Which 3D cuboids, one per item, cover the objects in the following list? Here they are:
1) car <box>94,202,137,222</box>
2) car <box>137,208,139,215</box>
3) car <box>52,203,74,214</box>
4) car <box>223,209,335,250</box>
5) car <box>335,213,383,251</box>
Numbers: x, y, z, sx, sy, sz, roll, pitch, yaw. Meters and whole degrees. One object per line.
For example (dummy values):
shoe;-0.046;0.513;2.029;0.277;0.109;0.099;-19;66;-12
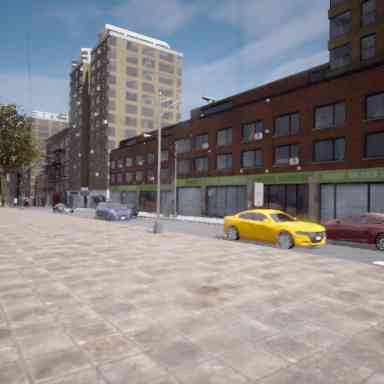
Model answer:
car;-7.133;1.679;29.986;2.097;1.767;4.553;1;-2;-35
car;-7.423;1.951;35.483;2.128;1.511;4.902;1;-2;-35
car;-17.271;2.199;44.450;1.812;1.442;4.674;1;-2;-35
car;3.484;1.552;14.989;1.882;1.535;5.008;1;-1;-35
car;7.438;1.626;14.506;1.812;1.442;4.674;1;-1;-35
